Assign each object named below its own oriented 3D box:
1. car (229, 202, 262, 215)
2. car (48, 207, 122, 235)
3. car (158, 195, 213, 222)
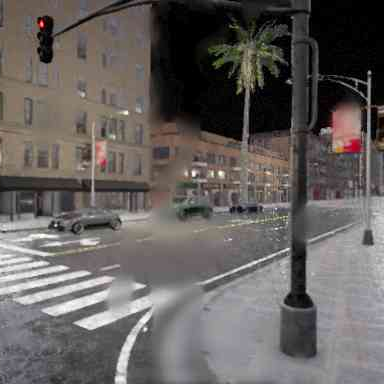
[{"bbox_3d":[5.888,1.713,36.228,1.895,1.301,4.718,1,0,36],"label":"car"},{"bbox_3d":[-6.115,1.595,19.355,1.994,1.385,4.181,1,0,36],"label":"car"},{"bbox_3d":[-0.403,1.294,27.389,2.150,2.045,5.566,1,0,36],"label":"car"}]
